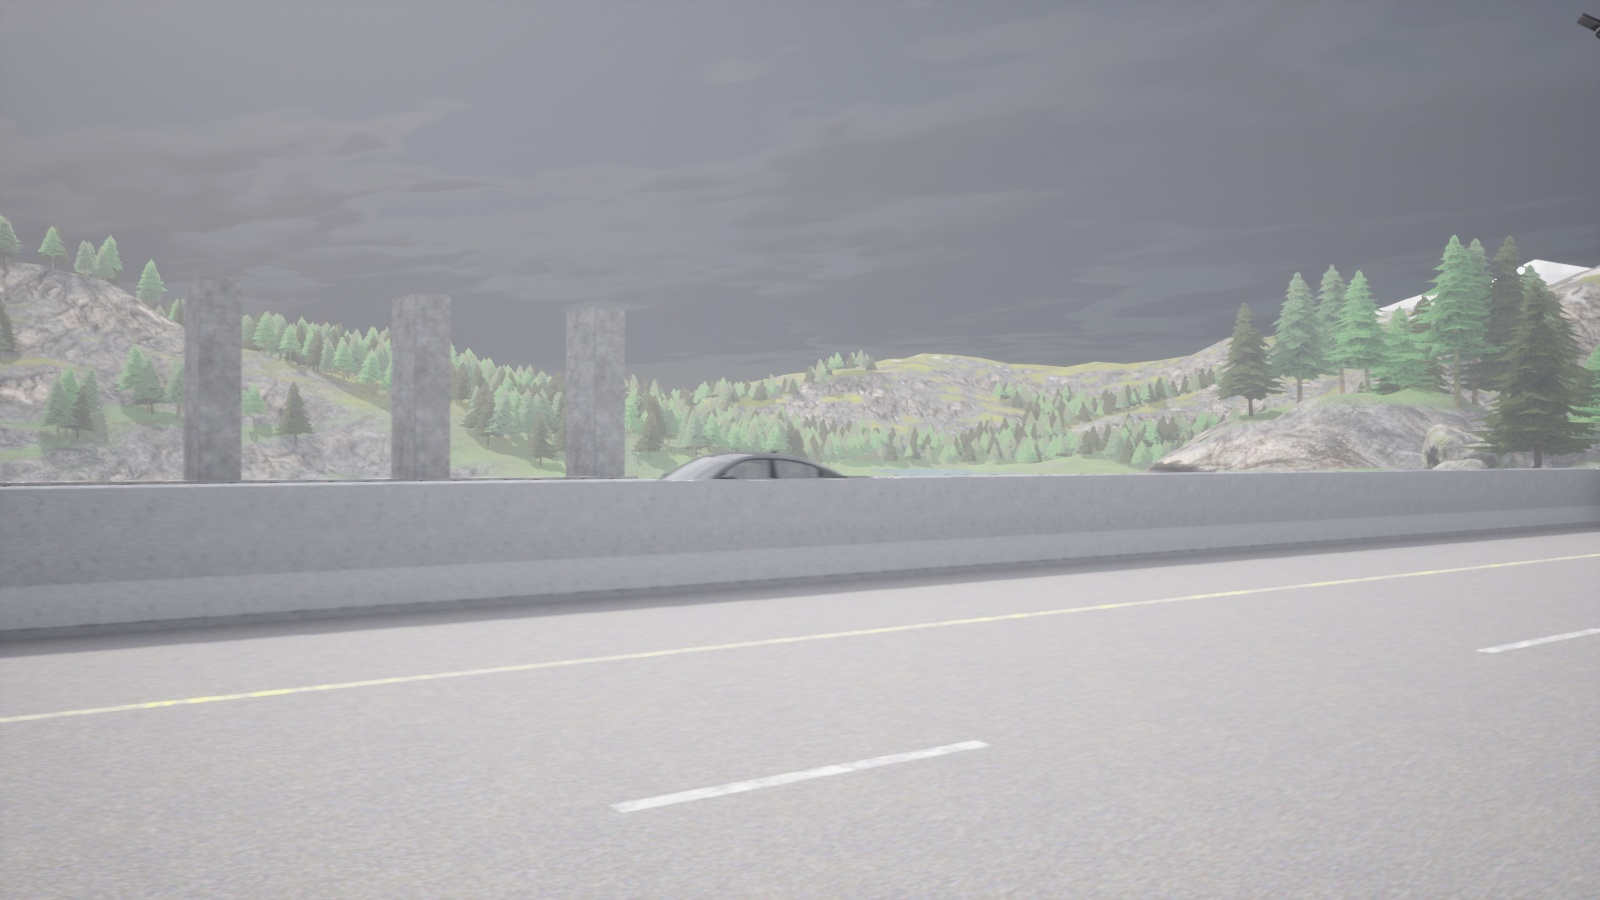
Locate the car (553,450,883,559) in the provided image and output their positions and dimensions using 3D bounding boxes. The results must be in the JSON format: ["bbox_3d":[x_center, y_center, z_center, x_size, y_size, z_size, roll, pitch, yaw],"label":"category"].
[{"bbox_3d":[-1.215,0.775,20.001,5.008,1.535,1.882,0,0,-36],"label":"car"}]
